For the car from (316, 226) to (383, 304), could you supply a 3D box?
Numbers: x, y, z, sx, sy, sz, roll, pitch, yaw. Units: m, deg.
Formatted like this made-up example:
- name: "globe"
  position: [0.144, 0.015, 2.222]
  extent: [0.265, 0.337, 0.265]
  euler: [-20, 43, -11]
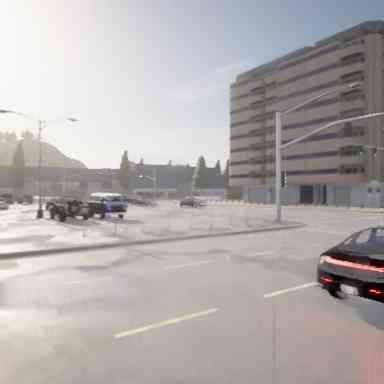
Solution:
- name: "car"
  position: [4.712, 1.481, 7.155]
  extent: [4.902, 1.511, 2.128]
  euler: [0, 0, -35]

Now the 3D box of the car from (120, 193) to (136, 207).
- name: "car"
  position: [-11.148, 1.301, 63.164]
  extent: [2.150, 2.045, 5.566]
  euler: [0, 0, -35]

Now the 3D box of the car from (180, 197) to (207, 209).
- name: "car"
  position: [0.171, 1.512, 47.004]
  extent: [2.128, 1.511, 4.902]
  euler: [0, 0, -35]

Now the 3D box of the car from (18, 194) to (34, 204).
- name: "car"
  position: [-29.176, 1.197, 58.260]
  extent: [1.932, 1.855, 4.605]
  euler: [0, 0, -35]

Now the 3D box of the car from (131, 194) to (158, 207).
- name: "car"
  position: [-6.985, 1.517, 51.072]
  extent: [2.128, 1.511, 4.902]
  euler: [0, 0, -35]

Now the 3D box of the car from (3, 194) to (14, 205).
- name: "car"
  position: [-31.576, 1.203, 56.642]
  extent: [1.905, 1.878, 3.866]
  euler: [0, 0, -35]

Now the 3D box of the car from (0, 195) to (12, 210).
- name: "car"
  position: [-23.751, 1.446, 40.793]
  extent: [1.970, 1.475, 3.806]
  euler: [0, 0, -35]
